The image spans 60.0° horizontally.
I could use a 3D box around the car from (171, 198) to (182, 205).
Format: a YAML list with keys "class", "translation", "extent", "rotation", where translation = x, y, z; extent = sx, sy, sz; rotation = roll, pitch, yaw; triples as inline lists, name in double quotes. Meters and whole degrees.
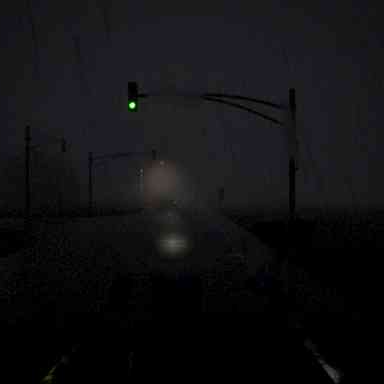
- class: "car"
  translation: [-3.287, 1.917, 70.462]
  extent: [1.994, 1.385, 4.181]
  rotation: [0, 0, 0]

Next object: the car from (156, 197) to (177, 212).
- class: "car"
  translation: [-3.460, 1.590, 43.121]
  extent: [2.097, 1.767, 4.553]
  rotation: [0, 0, 0]

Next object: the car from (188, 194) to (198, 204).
- class: "car"
  translation: [0.227, 1.740, 75.226]
  extent: [2.097, 1.767, 4.553]
  rotation: [0, 0, 0]

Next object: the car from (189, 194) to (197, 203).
- class: "car"
  translation: [0.258, 1.649, 85.441]
  extent: [2.150, 2.045, 5.566]
  rotation: [0, 0, 0]

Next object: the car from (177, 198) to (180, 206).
- class: "car"
  translation: [-3.432, 1.632, 51.901]
  extent: [2.097, 1.767, 4.553]
  rotation: [0, 0, 0]
